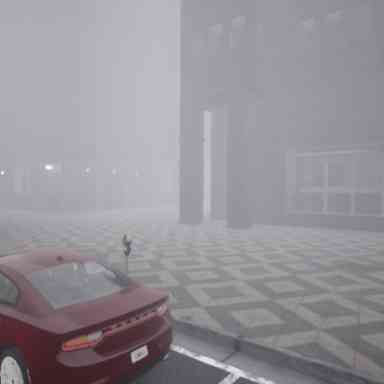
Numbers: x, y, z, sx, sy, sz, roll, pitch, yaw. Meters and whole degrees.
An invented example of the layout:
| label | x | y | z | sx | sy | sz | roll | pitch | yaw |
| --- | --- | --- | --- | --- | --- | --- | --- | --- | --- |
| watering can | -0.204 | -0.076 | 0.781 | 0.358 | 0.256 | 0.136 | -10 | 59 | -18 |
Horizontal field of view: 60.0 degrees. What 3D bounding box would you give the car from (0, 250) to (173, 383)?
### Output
| label | x | y | z | sx | sy | sz | roll | pitch | yaw |
| --- | --- | --- | --- | --- | --- | --- | --- | --- | --- |
| car | -2.312 | 1.518 | 4.777 | 4.507 | 1.381 | 1.887 | 0 | 0 | 37 |
